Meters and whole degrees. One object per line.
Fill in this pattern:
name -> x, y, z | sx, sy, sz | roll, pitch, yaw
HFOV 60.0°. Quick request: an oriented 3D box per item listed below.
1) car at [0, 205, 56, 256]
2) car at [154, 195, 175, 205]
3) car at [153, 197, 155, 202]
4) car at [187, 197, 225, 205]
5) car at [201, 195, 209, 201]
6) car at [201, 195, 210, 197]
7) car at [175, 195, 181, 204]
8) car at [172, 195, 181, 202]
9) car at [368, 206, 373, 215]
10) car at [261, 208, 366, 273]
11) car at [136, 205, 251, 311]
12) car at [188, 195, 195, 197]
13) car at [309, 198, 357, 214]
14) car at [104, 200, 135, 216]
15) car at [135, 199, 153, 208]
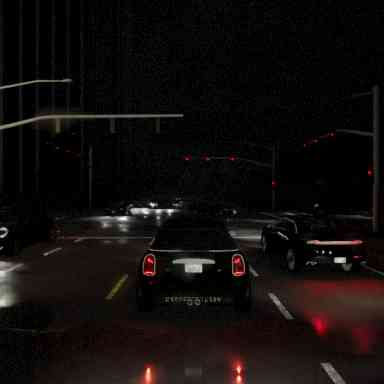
car -> -7.125, 1.351, 12.973 | 2.097, 1.767, 4.553 | 0, 0, 0
car -> -3.639, 1.505, 44.899 | 1.837, 1.490, 4.892 | 0, 0, -2
car -> -7.135, 1.601, 68.376 | 1.895, 1.301, 4.718 | 0, 0, 0
car -> 1.852, 1.517, 30.407 | 4.902, 1.511, 2.128 | 0, 0, 42
car -> 3.334, 1.478, 87.928 | 1.882, 1.535, 5.008 | 0, 0, 0
car -> 3.353, 1.500, 77.829 | 1.837, 1.490, 4.892 | 0, 0, 0
car -> -3.674, 1.351, 63.198 | 2.097, 1.767, 4.553 | 0, 0, 0
car -> -3.648, 1.480, 78.096 | 1.837, 1.490, 4.892 | 0, 0, 0
car -> 19.117, 1.560, 31.129 | 4.892, 1.490, 1.837 | 0, 0, 0
car -> 3.599, 1.492, 10.741 | 2.128, 1.511, 4.902 | 0, 0, -3
car -> 0.042, 1.352, 7.931 | 2.097, 1.767, 4.553 | 0, 0, 0
car -> -0.147, 1.478, 77.845 | 1.882, 1.535, 5.008 | 0, 0, 0
car -> 14.606, 1.407, 34.682 | 4.553, 1.767, 2.097 | 0, 0, 2
car -> -7.163, 1.559, 32.629 | 1.812, 1.442, 4.674 | 0, 0, 0
car -> -7.189, 1.601, 47.926 | 1.895, 1.301, 4.718 | 0, 0, 0
